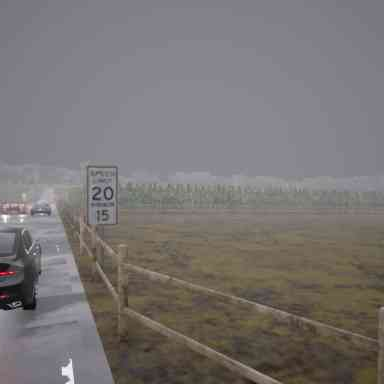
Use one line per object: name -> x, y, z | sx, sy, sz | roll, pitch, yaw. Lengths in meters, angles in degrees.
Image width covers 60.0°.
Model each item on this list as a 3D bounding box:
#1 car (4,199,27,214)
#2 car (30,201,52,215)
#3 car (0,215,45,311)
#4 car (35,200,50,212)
car -> -20.565, 1.644, 38.844 | 2.097, 1.767, 4.553 | 0, -1, -23
car -> -16.401, 1.796, 36.170 | 1.994, 1.385, 4.181 | 0, -1, -22
car -> -4.407, 1.517, 7.396 | 1.837, 1.490, 4.892 | 0, 0, -23
car -> -20.273, 1.896, 45.264 | 1.812, 1.442, 4.674 | 0, -1, -23
